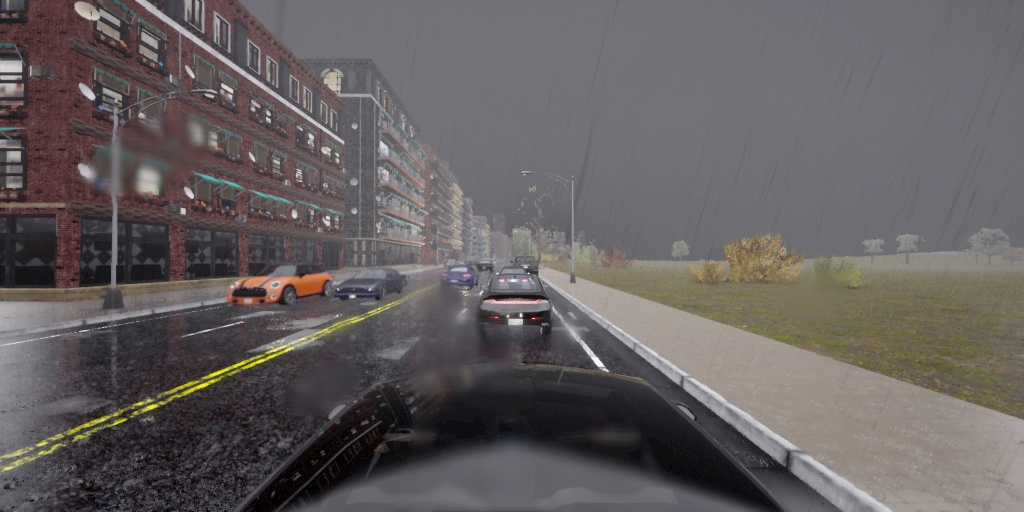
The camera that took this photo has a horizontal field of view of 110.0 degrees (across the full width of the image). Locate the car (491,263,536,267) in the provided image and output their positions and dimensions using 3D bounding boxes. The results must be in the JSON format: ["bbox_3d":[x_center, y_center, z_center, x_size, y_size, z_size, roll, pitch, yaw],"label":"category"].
[{"bbox_3d":[0.065,1.300,20.785,2.033,1.411,5.357,0,0,0],"label":"car"}]

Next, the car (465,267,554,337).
[{"bbox_3d":[0.083,1.243,10.345,2.128,1.511,4.902,0,0,0],"label":"car"}]

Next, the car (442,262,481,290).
[{"bbox_3d":[-3.193,1.279,22.486,1.812,1.442,4.674,0,0,0],"label":"car"}]

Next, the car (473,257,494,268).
[{"bbox_3d":[-3.239,1.231,44.087,1.882,1.535,5.008,0,-1,0],"label":"car"}]

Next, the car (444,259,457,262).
[{"bbox_3d":[-9.953,1.243,58.228,2.128,1.511,4.902,0,0,0],"label":"car"}]

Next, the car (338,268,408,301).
[{"bbox_3d":[-6.634,1.299,17.568,2.033,1.411,5.357,0,0,0],"label":"car"}]

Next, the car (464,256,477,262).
[{"bbox_3d":[-6.703,0.976,59.531,2.150,2.045,5.566,0,0,0],"label":"car"}]

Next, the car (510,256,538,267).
[{"bbox_3d":[1.076,0.978,30.997,2.150,2.045,5.566,0,0,0],"label":"car"}]

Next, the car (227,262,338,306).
[{"bbox_3d":[-9.879,1.104,15.667,2.097,1.767,4.553,0,0,0],"label":"car"}]
